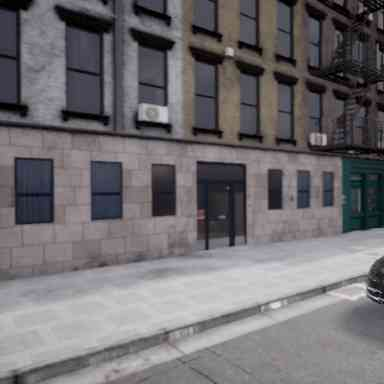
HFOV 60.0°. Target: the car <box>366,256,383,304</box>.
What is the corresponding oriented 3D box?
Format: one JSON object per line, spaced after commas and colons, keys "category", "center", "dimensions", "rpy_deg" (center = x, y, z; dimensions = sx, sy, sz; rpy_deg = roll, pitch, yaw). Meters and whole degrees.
{"category": "car", "center": [5.550, 1.470, 6.934], "dimensions": [4.892, 1.490, 1.837], "rpy_deg": [-1, 0, -35]}
